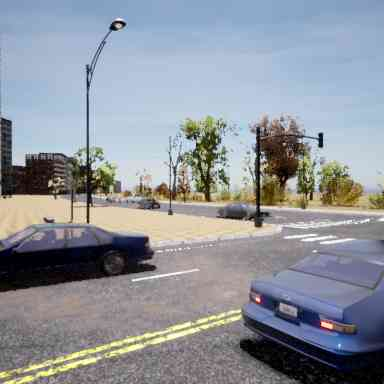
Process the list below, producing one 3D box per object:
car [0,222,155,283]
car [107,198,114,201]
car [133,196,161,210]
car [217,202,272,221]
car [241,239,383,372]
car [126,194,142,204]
[{"bbox_3d":[-3.680,1.547,8.882,5.357,1.411,2.033,0,0,-33],"label":"car"},{"bbox_3d":[-13.962,1.373,58.886,2.128,1.511,4.902,0,0,-30],"label":"car"},{"bbox_3d":[-5.797,1.606,44.831,1.837,1.490,4.892,0,0,-31],"label":"car"},{"bbox_3d":[4.300,1.604,28.390,2.033,1.411,5.357,0,0,-32],"label":"car"},{"bbox_3d":[3.303,1.547,5.655,5.357,1.411,2.033,0,0,-34],"label":"car"},{"bbox_3d":[-11.976,1.335,68.848,2.150,2.045,5.566,0,0,-29],"label":"car"}]
